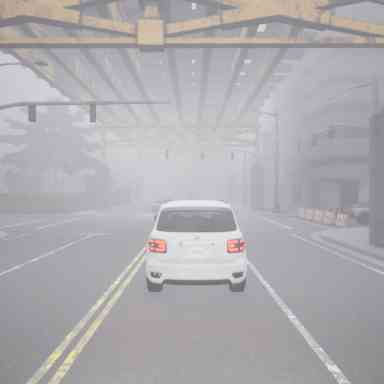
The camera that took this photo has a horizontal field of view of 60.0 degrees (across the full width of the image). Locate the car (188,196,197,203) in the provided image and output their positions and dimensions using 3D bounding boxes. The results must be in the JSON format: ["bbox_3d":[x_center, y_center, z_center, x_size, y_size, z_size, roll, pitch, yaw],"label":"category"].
[{"bbox_3d":[0.147,1.526,68.198,1.812,1.442,4.674,0,0,0],"label":"car"}]

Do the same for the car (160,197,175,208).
[{"bbox_3d":[-3.556,1.526,49.028,1.812,1.442,4.674,0,0,0],"label":"car"}]

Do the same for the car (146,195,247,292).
[{"bbox_3d":[0.085,1.221,9.075,2.150,2.045,5.566,0,0,0],"label":"car"}]

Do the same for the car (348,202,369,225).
[{"bbox_3d":[13.277,1.453,22.120,4.974,1.542,2.038,0,0,-20],"label":"car"}]

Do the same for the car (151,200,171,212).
[{"bbox_3d":[-3.571,1.601,39.078,1.895,1.301,4.718,0,0,0],"label":"car"}]

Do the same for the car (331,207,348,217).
[{"bbox_3d":[13.653,1.295,26.257,4.536,1.218,1.853,0,0,25],"label":"car"}]
